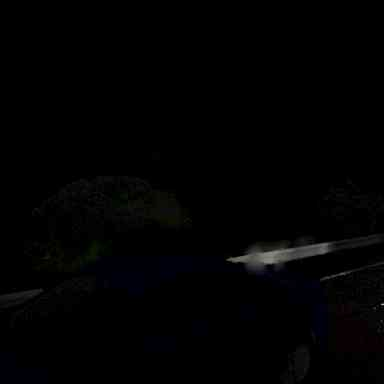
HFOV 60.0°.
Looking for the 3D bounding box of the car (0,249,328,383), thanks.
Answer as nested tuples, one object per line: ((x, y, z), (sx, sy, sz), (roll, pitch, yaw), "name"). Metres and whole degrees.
((-0.586, 1.473, 3.572), (5.008, 1.535, 1.882), (0, 0, -36), "car")
